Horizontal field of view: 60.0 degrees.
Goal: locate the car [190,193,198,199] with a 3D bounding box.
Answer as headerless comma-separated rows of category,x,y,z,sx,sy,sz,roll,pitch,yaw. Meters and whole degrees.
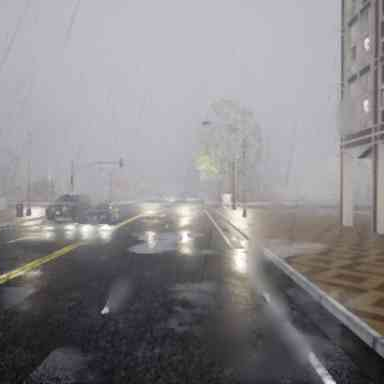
car,0.536,1.298,94.823,1.837,1.490,4.892,0,0,1

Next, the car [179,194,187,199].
car,-2.714,1.275,94.878,1.882,1.535,5.008,0,0,1

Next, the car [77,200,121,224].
car,-6.581,1.536,24.572,1.994,1.385,4.181,0,0,0

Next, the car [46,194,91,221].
car,-9.819,1.192,27.128,2.150,2.045,5.566,0,0,0
